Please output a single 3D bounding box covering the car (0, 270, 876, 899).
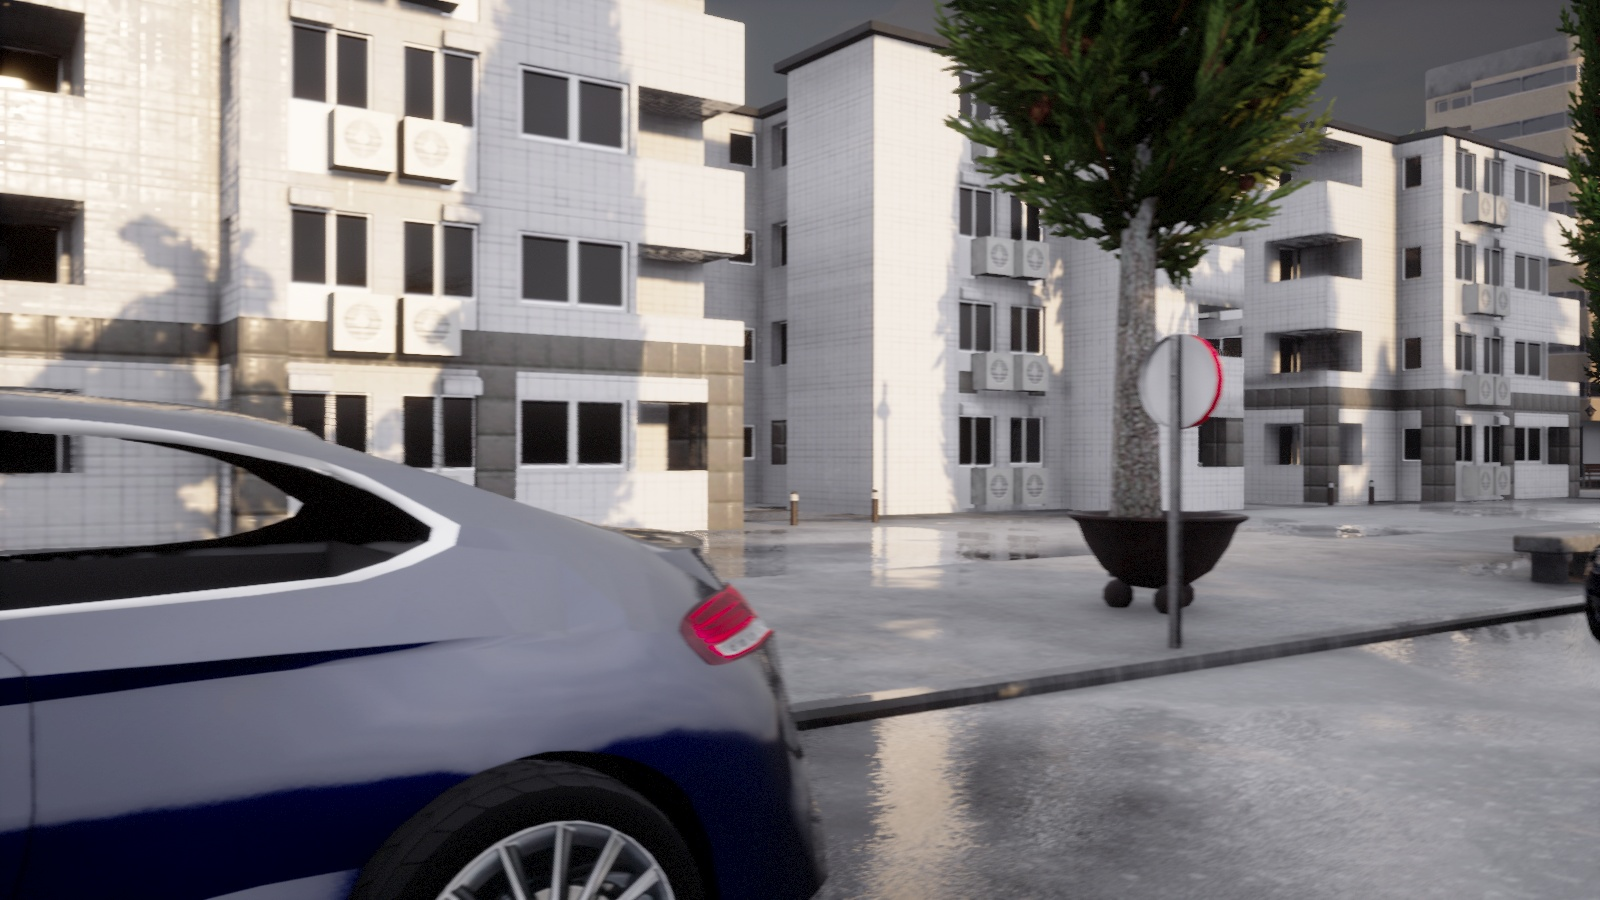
[{"bbox_3d":[-2.491,0.535,2.534,5.027,1.651,2.152,0,0,-35],"label":"car"}]

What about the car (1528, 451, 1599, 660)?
[{"bbox_3d":[8.018,0.752,9.845,4.792,1.488,2.163,0,0,-35],"label":"car"}]
